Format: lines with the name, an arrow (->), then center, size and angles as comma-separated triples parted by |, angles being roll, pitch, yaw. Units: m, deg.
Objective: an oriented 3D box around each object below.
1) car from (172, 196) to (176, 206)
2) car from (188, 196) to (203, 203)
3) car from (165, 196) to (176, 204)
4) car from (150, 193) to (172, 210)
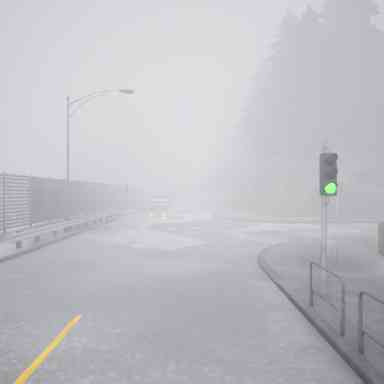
car -> -4.164, 1.239, 53.771 | 2.150, 2.045, 5.566 | 0, 0, 0
car -> 0.727, 1.548, 72.088 | 1.812, 1.442, 4.674 | 0, 0, 26
car -> -4.142, 1.499, 65.237 | 1.882, 1.535, 5.008 | 0, 0, 0
car -> -4.163, 1.236, 43.110 | 2.150, 2.045, 5.566 | 0, 0, 0
